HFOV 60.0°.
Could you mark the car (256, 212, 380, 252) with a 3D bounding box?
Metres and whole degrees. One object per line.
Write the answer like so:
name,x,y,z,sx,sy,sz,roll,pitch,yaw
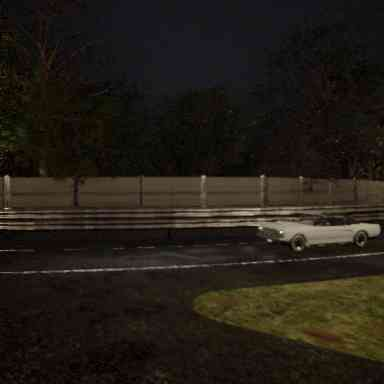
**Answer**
car,4.986,1.506,13.303,4.718,1.301,1.895,0,0,-19
